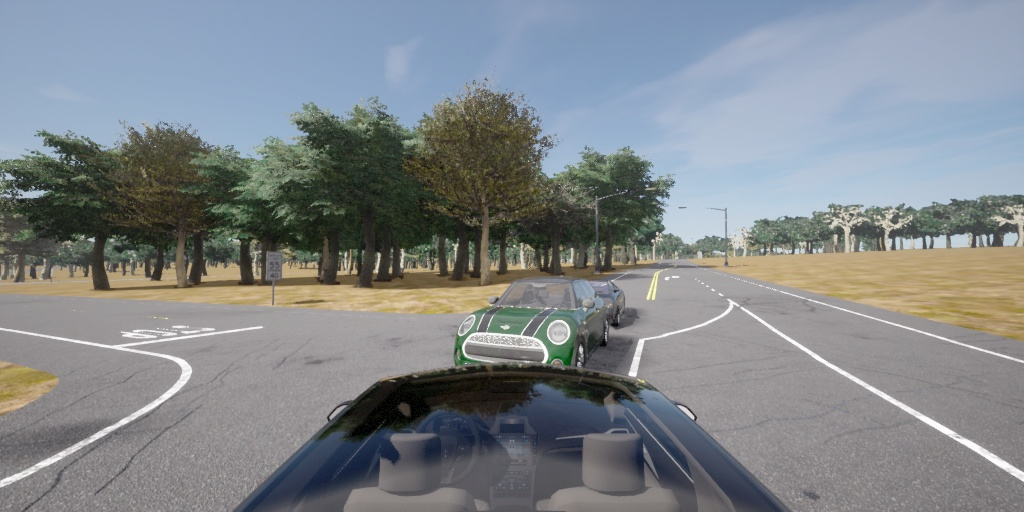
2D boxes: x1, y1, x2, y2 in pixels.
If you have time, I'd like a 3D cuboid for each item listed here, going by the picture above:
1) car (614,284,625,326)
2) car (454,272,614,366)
[{"bbox_3d":[2.916,1.554,12.873,1.994,1.385,4.181,-2,0,22],"label":"car"},{"bbox_3d":[0.687,1.222,7.442,2.097,1.767,4.553,-1,-2,22],"label":"car"}]
